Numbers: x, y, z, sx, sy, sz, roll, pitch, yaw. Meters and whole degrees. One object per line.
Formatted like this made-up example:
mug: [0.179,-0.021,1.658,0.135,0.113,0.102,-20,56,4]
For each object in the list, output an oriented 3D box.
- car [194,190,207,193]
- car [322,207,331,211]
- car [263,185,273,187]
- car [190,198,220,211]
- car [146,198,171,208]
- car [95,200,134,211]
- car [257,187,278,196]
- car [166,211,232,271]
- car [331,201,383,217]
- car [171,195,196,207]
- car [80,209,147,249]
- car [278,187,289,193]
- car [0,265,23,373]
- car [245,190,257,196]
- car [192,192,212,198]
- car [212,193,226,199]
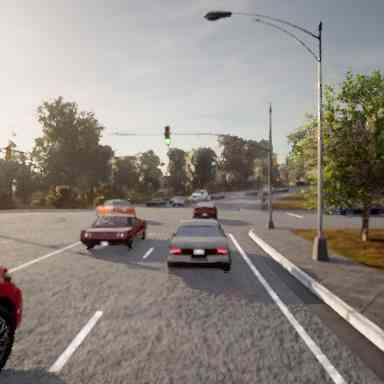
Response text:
car: [1.599,0.653,69.662,2.150,2.045,5.566,0,3,23]
car: [15.914,1.620,34.704,4.718,1.301,1.895,-1,0,3]
car: [19.695,-0.859,86.654,2.150,2.045,5.566,0,3,38]
car: [1.203,1.533,27.544,1.882,1.535,5.008,0,0,5]
car: [-5.348,1.654,50.651,1.895,1.301,4.718,0,1,16]
car: [-6.512,1.407,27.827,2.097,1.767,4.553,0,0,-34]
car: [17.576,0.178,77.244,1.895,1.301,4.718,0,3,33]
car: [0.232,1.567,10.906,2.033,1.411,5.357,0,0,1]
car: [15.995,1.608,31.193,4.718,1.301,1.895,-1,0,3]
car: [-1.519,1.575,51.429,2.033,1.411,5.357,0,1,15]
car: [-3.180,1.628,14.551,1.895,1.301,4.718,0,0,1]
car: [23.312,-0.518,85.658,1.895,1.301,4.718,0,3,38]
car: [-3.395,1.226,2.171,2.150,2.045,5.566,0,0,0]
car: [14.033,0.174,78.157,2.128,1.511,4.902,0,3,33]
car: [1.506,1.318,60.360,1.812,1.442,4.674,0,2,21]
car: [5.420,0.942,69.605,1.895,1.301,4.718,0,3,25]
